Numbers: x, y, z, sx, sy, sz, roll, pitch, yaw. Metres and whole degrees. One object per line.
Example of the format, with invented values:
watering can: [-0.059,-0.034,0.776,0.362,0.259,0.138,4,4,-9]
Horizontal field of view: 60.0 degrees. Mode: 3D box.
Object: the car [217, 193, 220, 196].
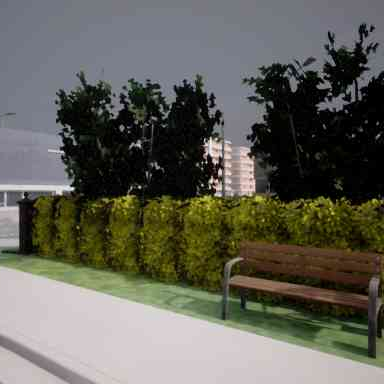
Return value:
car: [5.048,0.782,65.748,1.812,1.442,4.674,0,1,36]
